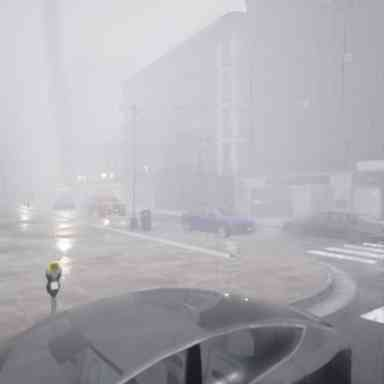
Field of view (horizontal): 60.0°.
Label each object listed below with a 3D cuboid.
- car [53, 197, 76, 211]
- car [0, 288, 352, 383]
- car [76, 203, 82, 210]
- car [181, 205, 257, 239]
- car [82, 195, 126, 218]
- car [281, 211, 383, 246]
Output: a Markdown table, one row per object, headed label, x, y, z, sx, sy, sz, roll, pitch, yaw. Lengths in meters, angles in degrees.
| label | x | y | z | sx | sy | sz | roll | pitch | yaw |
| --- | --- | --- | --- | --- | --- | --- | --- | --- | --- |
| car | -16.703 | 1.487 | 43.713 | 2.097 | 1.767 | 4.553 | 0 | 0 | -35 |
| car | -0.565 | 1.567 | 2.407 | 4.313 | 1.339 | 1.947 | 0 | 0 | -35 |
| car | -13.400 | 1.651 | 44.036 | 1.812 | 1.442 | 4.674 | 0 | 0 | -35 |
| car | 1.319 | 1.523 | 18.103 | 1.882 | 1.535 | 5.008 | 0 | 0 | -35 |
| car | -8.219 | 1.316 | 31.601 | 2.150 | 2.045 | 5.566 | 0 | 0 | -35 |
| car | 6.769 | 1.573 | 15.503 | 2.033 | 1.411 | 5.357 | 0 | 0 | -35 |
